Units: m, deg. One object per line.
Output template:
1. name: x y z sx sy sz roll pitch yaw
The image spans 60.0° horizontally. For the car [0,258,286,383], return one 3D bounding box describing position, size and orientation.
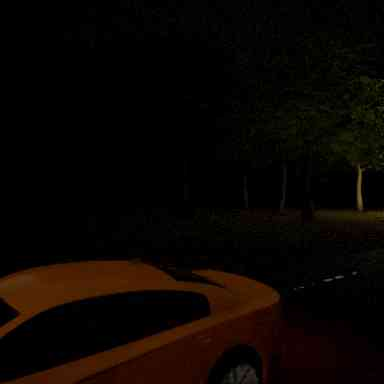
1. car: -1.273 1.477 3.084 5.008 1.535 1.882 0 0 -36
